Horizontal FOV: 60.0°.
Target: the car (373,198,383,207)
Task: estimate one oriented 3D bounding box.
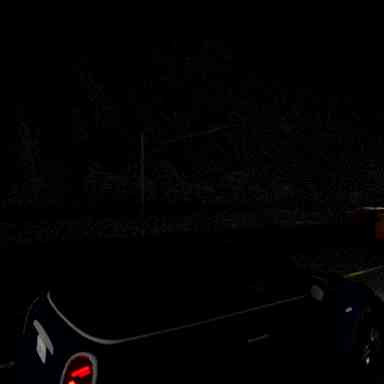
[{"bbox_3d":[30.318,1.657,51.880,5.357,1.411,2.033,0,0,-36],"label":"car"}]

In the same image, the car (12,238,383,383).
[{"bbox_3d":[0.447,1.365,4.068,4.553,1.767,2.097,0,0,-36],"label":"car"}]
